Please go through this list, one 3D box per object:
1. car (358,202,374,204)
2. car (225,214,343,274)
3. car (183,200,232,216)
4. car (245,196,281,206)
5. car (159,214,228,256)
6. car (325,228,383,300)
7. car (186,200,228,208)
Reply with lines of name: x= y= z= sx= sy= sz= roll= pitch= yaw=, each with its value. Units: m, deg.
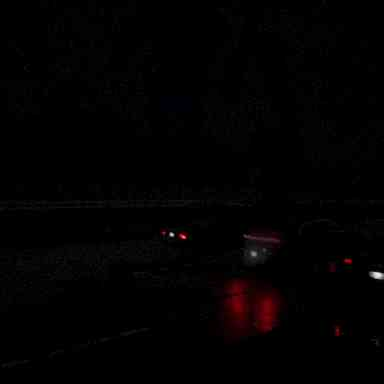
car: x=24.448 y=2.019 z=47.133 sx=4.718 sy=1.301 sz=1.895 roll=1 pitch=0 yaw=-35
car: x=3.699 y=1.526 z=10.686 sx=4.902 sy=1.511 sz=2.128 roll=0 pitch=0 yaw=-36
car: x=1.644 y=1.631 z=35.258 sx=4.902 sy=1.511 sz=2.128 roll=1 pitch=-1 yaw=-35
car: x=9.746 y=1.499 z=45.318 sx=5.566 sy=2.045 sz=2.150 roll=1 pitch=-1 yaw=-35
car: x=1.331 y=1.580 z=13.288 sx=5.357 sy=1.411 sz=2.033 roll=0 pitch=0 yaw=-35
car: x=5.217 y=1.595 z=7.591 sx=4.181 sy=1.385 sz=1.994 roll=0 pitch=0 yaw=-36
car: x=0.538 y=1.603 z=25.874 sx=4.674 sy=1.442 sz=1.812 roll=1 pitch=0 yaw=-35
